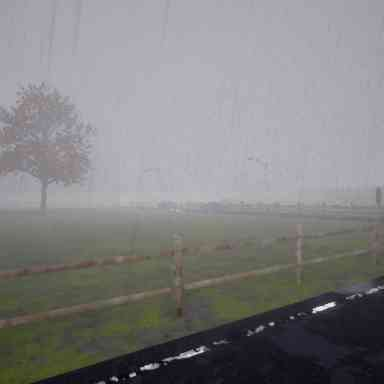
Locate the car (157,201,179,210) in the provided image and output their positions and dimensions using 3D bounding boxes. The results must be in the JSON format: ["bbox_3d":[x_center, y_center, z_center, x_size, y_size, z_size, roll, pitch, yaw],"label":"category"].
[{"bbox_3d":[-4.413,2.580,60.363,2.033,1.411,5.357,0,-1,-34],"label":"car"}]

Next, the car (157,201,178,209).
[{"bbox_3d":[-4.971,2.558,66.044,1.882,1.535,5.008,0,-1,-34],"label":"car"}]

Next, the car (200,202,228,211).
[{"bbox_3d":[3.507,2.342,53.668,2.033,1.411,5.357,0,-1,-34],"label":"car"}]
